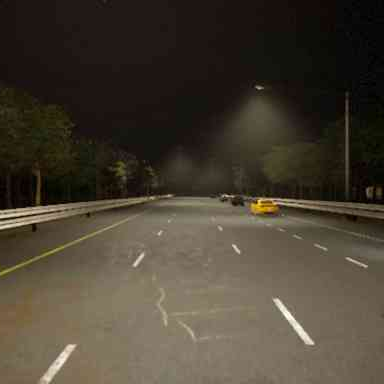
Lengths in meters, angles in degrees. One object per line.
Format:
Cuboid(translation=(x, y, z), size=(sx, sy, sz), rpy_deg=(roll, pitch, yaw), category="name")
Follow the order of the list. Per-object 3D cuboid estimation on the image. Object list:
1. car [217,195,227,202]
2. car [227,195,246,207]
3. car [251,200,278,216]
Cuboid(translation=(7.059, 1.630, 73.965), size=(1.895, 1.301, 4.718), rpy_deg=(0, 0, 0), category="car")
Cuboid(translation=(7.001, 1.562, 52.165), size=(1.837, 1.490, 4.892), rpy_deg=(0, 0, 0), category="car")
Cuboid(translation=(6.992, 1.493, 32.474), size=(1.882, 1.535, 5.008), rpy_deg=(0, 0, 0), category="car")
